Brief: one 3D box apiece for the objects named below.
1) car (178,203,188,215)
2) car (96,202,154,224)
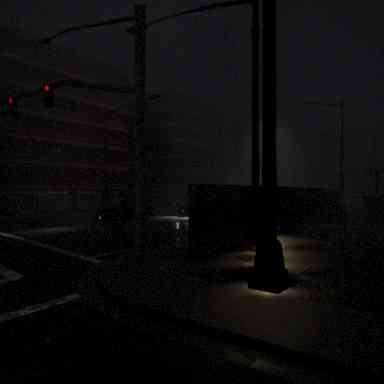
[{"bbox_3d":[0.557,1.504,32.503,1.837,1.490,4.892,0,0,35],"label":"car"},{"bbox_3d":[-4.884,1.491,24.761,2.128,1.511,4.902,0,0,35],"label":"car"}]
